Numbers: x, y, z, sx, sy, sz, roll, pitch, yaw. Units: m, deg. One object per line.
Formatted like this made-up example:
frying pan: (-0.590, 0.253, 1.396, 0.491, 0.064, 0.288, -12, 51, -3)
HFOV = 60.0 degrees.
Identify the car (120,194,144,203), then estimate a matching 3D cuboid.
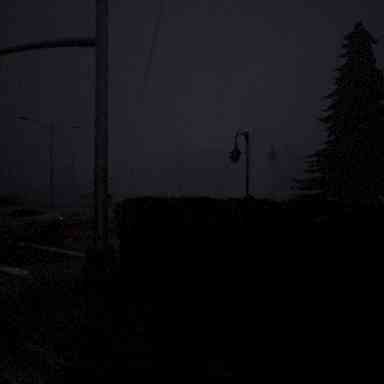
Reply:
car: (-7.788, 1.049, 44.354, 1.970, 1.475, 3.806, 1, 0, 36)

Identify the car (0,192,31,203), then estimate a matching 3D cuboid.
car: (-16.244, 1.037, 27.505, 2.007, 1.523, 4.514, 1, 0, 36)

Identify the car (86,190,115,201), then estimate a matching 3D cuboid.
car: (-16.025, 0.600, 59.606, 1.932, 1.855, 4.605, 1, 0, 36)

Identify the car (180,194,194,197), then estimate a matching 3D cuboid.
car: (-1.032, 1.069, 48.632, 1.845, 1.501, 3.633, 1, 0, 36)

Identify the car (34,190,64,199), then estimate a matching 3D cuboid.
car: (-29.003, 0.494, 68.450, 2.152, 1.636, 5.027, 1, 0, 36)

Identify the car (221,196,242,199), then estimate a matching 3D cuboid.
car: (3.388, 1.193, 30.692, 2.097, 1.767, 4.553, 1, 1, 35)

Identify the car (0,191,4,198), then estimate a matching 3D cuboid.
car: (-41.492, 0.535, 68.362, 2.007, 1.523, 4.514, 1, 0, 36)

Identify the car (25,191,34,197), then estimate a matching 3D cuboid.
car: (-34.399, 0.506, 71.939, 1.970, 1.475, 3.806, 1, 0, 36)

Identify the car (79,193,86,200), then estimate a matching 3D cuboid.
car: (-18.623, 0.550, 60.970, 1.905, 1.878, 3.866, 1, 0, 36)

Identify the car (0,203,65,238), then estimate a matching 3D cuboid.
car: (-7.942, 1.371, 14.635, 1.812, 1.442, 4.674, 1, 0, 35)
